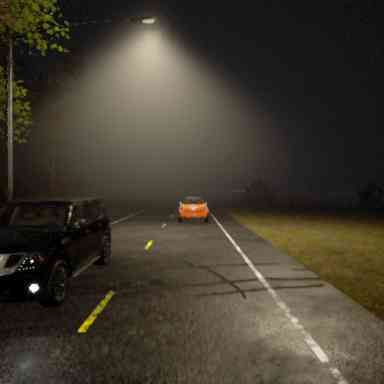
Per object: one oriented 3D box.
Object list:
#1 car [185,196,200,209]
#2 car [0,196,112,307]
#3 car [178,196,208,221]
[{"bbox_3d":[0.109,1.217,41.453,1.812,1.442,4.674,0,1,0],"label":"car"},{"bbox_3d":[-3.568,1.155,8.194,2.150,2.045,5.566,0,1,1],"label":"car"},{"bbox_3d":[0.099,1.166,24.898,2.097,1.767,4.553,0,1,0],"label":"car"}]
